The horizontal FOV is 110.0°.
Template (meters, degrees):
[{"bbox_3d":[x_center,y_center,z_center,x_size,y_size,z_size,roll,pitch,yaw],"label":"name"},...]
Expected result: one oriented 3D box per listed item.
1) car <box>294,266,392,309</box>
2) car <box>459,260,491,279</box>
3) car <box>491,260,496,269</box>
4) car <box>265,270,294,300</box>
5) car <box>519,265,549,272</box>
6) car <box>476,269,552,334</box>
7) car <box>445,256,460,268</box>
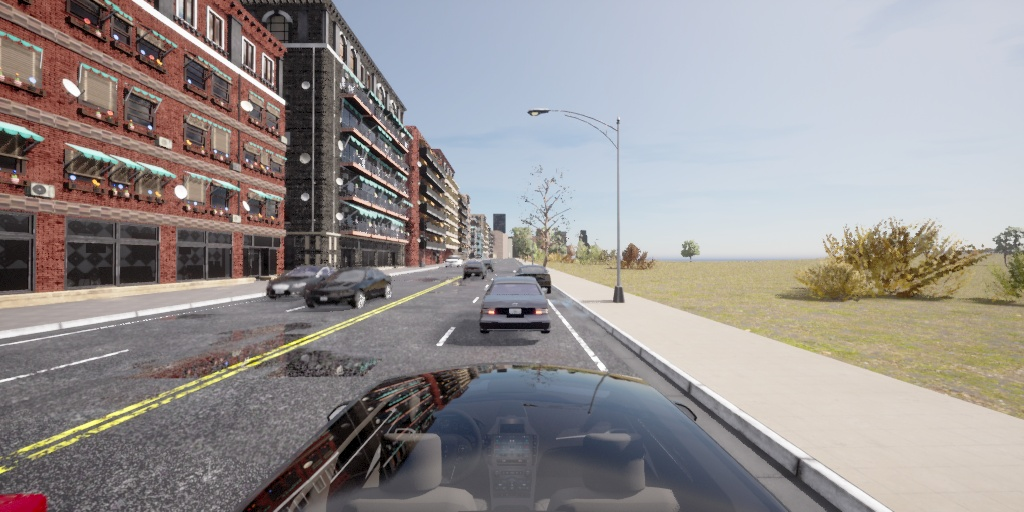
[{"bbox_3d":[-6.619,1.229,15.089,1.882,1.535,5.008,0,0,0],"label":"car"},{"bbox_3d":[-3.195,1.258,31.865,1.837,1.490,4.892,0,0,0],"label":"car"},{"bbox_3d":[-3.214,1.256,45.811,1.837,1.490,4.892,0,0,0],"label":"car"},{"bbox_3d":[-9.874,1.243,17.680,2.128,1.511,4.902,0,0,0],"label":"car"},{"bbox_3d":[1.109,1.230,20.396,1.882,1.535,5.008,0,0,0],"label":"car"},{"bbox_3d":[0.089,1.299,10.632,2.033,1.411,5.357,0,0,0],"label":"car"},{"bbox_3d":[-9.909,0.975,61.059,2.150,2.045,5.566,0,0,0],"label":"car"}]
